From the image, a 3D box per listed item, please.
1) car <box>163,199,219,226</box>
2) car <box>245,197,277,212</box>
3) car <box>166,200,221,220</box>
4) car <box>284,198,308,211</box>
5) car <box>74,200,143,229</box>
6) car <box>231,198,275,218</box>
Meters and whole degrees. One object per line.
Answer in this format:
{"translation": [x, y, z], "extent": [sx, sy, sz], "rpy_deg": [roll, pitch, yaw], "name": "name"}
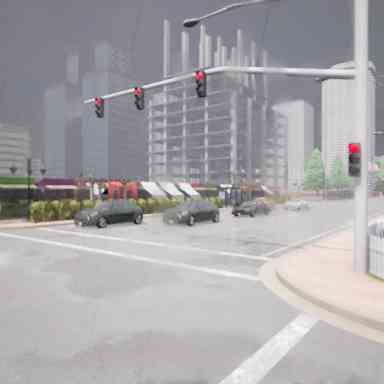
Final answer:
{"translation": [0.007, 1.332, 23.164], "extent": [2.097, 1.767, 4.553], "rpy_deg": [0, 0, 36], "name": "car"}
{"translation": [8.394, 1.455, 40.387], "extent": [1.882, 1.535, 5.008], "rpy_deg": [0, 0, 36], "name": "car"}
{"translation": [0.257, 1.523, 29.394], "extent": [2.033, 1.411, 5.357], "rpy_deg": [0, 0, 36], "name": "car"}
{"translation": [12.678, 1.510, 40.279], "extent": [1.812, 1.442, 4.674], "rpy_deg": [0, 0, 37], "name": "car"}
{"translation": [-5.372, 1.326, 21.780], "extent": [2.097, 1.767, 4.553], "rpy_deg": [0, 0, 37], "name": "car"}
{"translation": [5.637, 1.529, 30.785], "extent": [2.033, 1.411, 5.357], "rpy_deg": [0, 0, 36], "name": "car"}
